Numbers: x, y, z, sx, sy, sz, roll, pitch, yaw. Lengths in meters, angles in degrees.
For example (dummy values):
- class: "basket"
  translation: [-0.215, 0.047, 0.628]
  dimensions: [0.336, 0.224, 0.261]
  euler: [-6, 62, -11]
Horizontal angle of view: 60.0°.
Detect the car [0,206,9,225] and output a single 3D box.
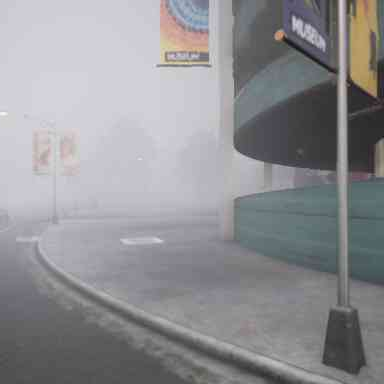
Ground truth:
- class: "car"
  translation: [-15.690, 1.690, 26.127]
  dimensions: [1.801, 1.575, 5.366]
  euler: [0, 0, -21]
